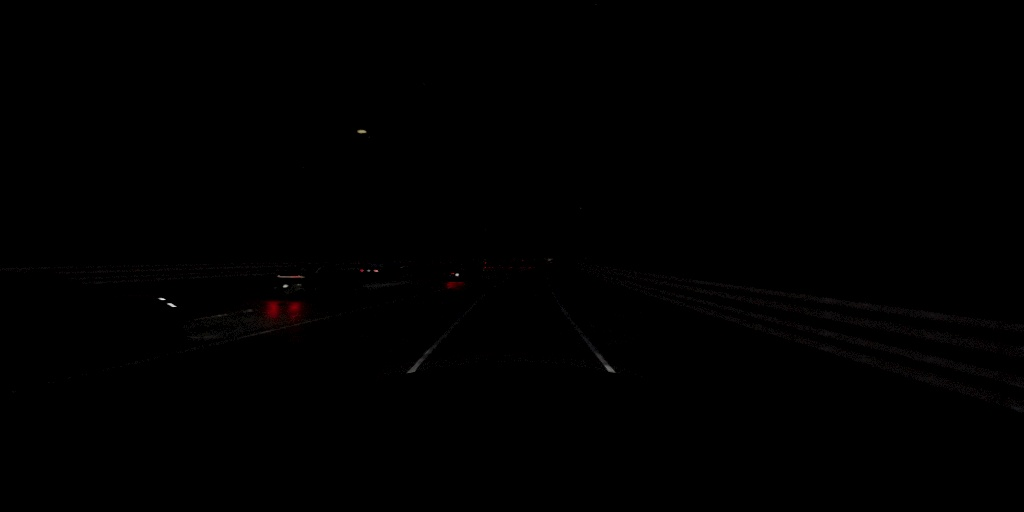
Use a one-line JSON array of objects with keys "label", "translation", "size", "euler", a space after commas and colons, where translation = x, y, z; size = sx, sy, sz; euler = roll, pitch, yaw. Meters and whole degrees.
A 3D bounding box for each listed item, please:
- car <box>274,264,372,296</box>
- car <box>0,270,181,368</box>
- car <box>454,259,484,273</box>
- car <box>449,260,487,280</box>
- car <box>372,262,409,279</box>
[{"label": "car", "translation": [-9.746, 1.155, 18.525], "size": [2.128, 1.511, 4.902], "euler": [0, 0, 11]}, {"label": "car", "translation": [-8.568, 0.999, 6.039], "size": [2.097, 1.767, 4.553], "euler": [0, 0, 11]}, {"label": "car", "translation": [-5.051, 1.201, 43.071], "size": [2.128, 1.511, 4.902], "euler": [0, 0, 11]}, {"label": "car", "translation": [-3.864, 1.221, 30.632], "size": [1.837, 1.490, 4.892], "euler": [0, 0, 11]}, {"label": "car", "translation": [-10.926, 1.218, 30.956], "size": [2.033, 1.411, 5.357], "euler": [0, 0, 11]}]
